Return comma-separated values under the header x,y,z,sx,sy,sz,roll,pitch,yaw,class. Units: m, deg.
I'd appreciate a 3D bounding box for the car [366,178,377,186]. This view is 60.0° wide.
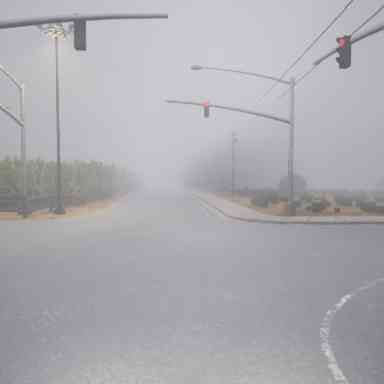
x,y,z,sx,sy,sz,roll,pitch,yaw,class
42.110,-2.287,77.656,1.905,1.878,3.866,10,10,41,car
